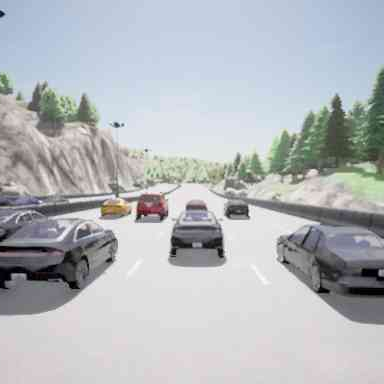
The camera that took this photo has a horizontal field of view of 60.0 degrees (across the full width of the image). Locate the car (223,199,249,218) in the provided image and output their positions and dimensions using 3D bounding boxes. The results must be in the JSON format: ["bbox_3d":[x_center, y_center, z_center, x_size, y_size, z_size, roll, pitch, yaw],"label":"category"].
[{"bbox_3d":[3.865,1.397,29.584,1.882,1.535,5.008,0,0,1],"label":"car"}]

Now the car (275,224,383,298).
[{"bbox_3d":[3.639,1.537,8.677,2.033,1.411,5.357,0,0,1],"label":"car"}]

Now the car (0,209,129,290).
[{"bbox_3d":[-3.359,1.448,8.949,2.128,1.511,4.902,0,0,1],"label":"car"}]

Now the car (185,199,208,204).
[{"bbox_3d":[0.365,1.381,29.602,1.882,1.535,5.008,0,0,1],"label":"car"}]

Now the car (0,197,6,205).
[{"bbox_3d":[-24.195,1.298,41.225,2.033,1.411,5.357,0,0,1],"label":"car"}]

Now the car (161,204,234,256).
[{"bbox_3d":[0.196,1.451,12.866,2.128,1.511,4.902,0,0,1],"label":"car"}]

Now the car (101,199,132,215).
[{"bbox_3d":[-6.635,1.348,29.632,1.882,1.535,5.008,0,0,1],"label":"car"}]

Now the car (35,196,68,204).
[{"bbox_3d":[-17.189,1.274,41.766,2.128,1.511,4.902,0,0,1],"label":"car"}]

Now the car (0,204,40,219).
[{"bbox_3d":[-6.804,1.418,12.939,2.128,1.511,4.902,0,0,1],"label":"car"}]

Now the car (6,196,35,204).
[{"bbox_3d":[-20.692,1.291,41.447,1.812,1.442,4.674,0,0,1],"label":"car"}]

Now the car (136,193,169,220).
[{"bbox_3d":[-3.160,1.115,27.302,2.150,2.045,5.566,0,0,1],"label":"car"}]
